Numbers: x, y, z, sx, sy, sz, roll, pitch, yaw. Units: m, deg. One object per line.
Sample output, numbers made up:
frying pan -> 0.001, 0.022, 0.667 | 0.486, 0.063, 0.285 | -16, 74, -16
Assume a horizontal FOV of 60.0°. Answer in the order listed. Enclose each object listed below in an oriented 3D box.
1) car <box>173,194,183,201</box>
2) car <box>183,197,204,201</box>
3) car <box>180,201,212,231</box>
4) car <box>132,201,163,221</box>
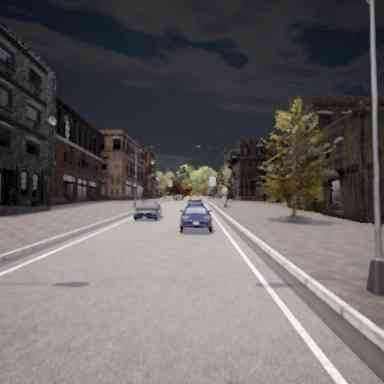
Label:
car -> -2.685, 1.194, 68.909 | 1.994, 1.385, 4.181 | 0, 0, 2
car -> 0.378, 1.341, 40.333 | 2.128, 1.511, 4.902 | 0, 0, 0
car -> 0.235, 1.492, 20.065 | 1.812, 1.442, 4.674 | 0, 0, 0
car -> -3.419, 1.469, 26.685 | 2.033, 1.411, 5.357 | 0, 0, 0
